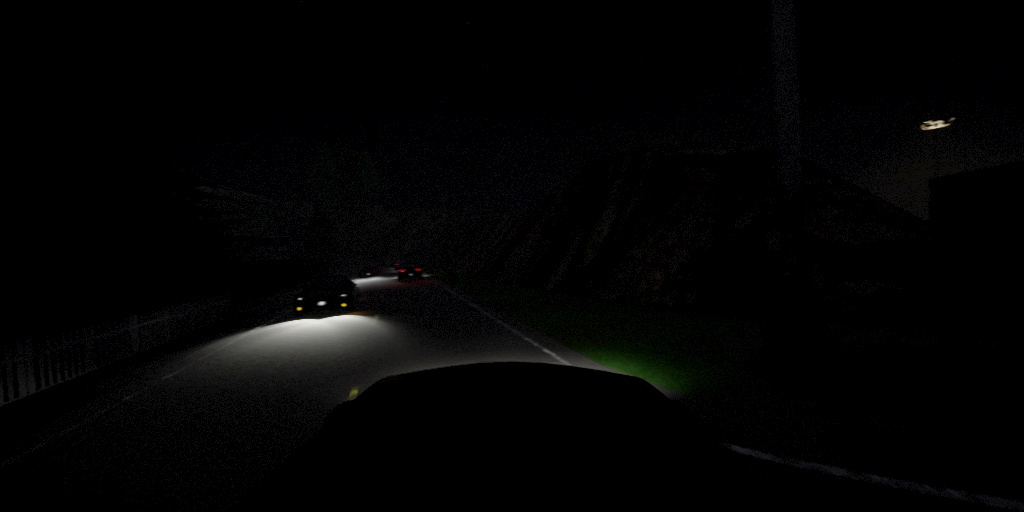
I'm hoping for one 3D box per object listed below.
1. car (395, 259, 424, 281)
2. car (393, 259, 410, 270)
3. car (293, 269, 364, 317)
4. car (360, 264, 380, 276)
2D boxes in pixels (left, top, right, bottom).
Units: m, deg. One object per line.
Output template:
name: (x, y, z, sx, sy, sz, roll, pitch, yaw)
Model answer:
car: (-8.537, 1.229, 29.800, 1.812, 1.442, 4.674, -3, 1, -18)
car: (-16.298, 1.217, 52.580, 2.033, 1.411, 5.357, -3, 1, -21)
car: (-7.442, 1.505, 14.711, 1.994, 1.385, 4.181, -3, 1, -18)
car: (-15.029, 1.491, 37.926, 1.895, 1.301, 4.718, -3, 1, -18)
